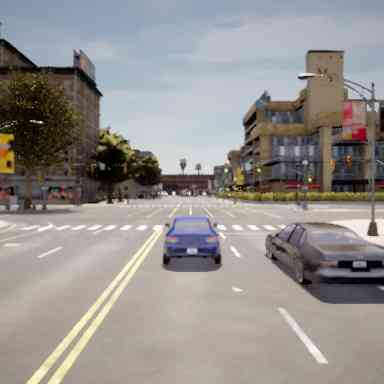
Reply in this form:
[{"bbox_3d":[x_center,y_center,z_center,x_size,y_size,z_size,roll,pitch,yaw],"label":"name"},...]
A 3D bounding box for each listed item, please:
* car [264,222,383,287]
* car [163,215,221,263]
[{"bbox_3d":[3.498,1.565,9.462,2.033,1.411,5.357,0,0,0],"label":"car"},{"bbox_3d":[-0.016,1.548,11.895,1.812,1.442,4.674,0,0,-1],"label":"car"}]
